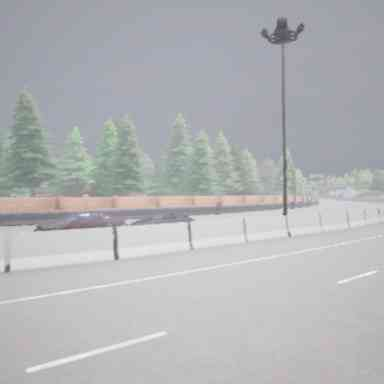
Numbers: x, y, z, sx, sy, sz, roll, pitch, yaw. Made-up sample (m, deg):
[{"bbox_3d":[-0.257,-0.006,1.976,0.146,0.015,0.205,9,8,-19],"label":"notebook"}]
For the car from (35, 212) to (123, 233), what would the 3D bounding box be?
[{"bbox_3d":[-6.702,1.958,20.644,5.357,1.411,2.033,0,-1,-36],"label":"car"}]

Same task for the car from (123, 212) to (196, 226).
[{"bbox_3d":[-1.662,1.912,20.096,4.181,1.385,1.994,0,-1,-38],"label":"car"}]

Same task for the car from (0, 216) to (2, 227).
[{"bbox_3d":[-15.720,2.068,22.851,4.674,1.442,1.812,0,-1,-34],"label":"car"}]
